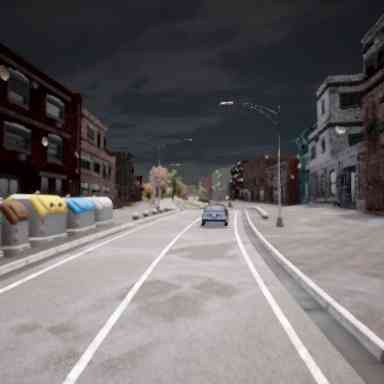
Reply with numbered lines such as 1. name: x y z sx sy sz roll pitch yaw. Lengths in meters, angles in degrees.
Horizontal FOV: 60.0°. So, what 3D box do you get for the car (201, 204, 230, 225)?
1. car: 1.745 1.571 24.215 2.033 1.411 5.357 0 0 7
